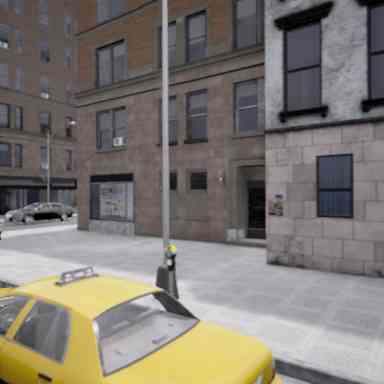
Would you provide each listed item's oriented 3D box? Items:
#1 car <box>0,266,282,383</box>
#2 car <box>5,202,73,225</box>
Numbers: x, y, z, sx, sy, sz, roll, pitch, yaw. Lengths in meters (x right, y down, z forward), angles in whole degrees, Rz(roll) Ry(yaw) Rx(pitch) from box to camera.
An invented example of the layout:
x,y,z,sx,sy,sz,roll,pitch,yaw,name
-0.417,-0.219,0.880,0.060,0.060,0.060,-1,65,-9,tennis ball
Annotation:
x,y,z,sx,sy,sz,roll,pitch,yaw,name
-1.483,1.546,3.826,4.829,1.417,1.752,0,0,34,car
-11.247,1.547,24.812,2.128,1.511,4.902,0,0,33,car
